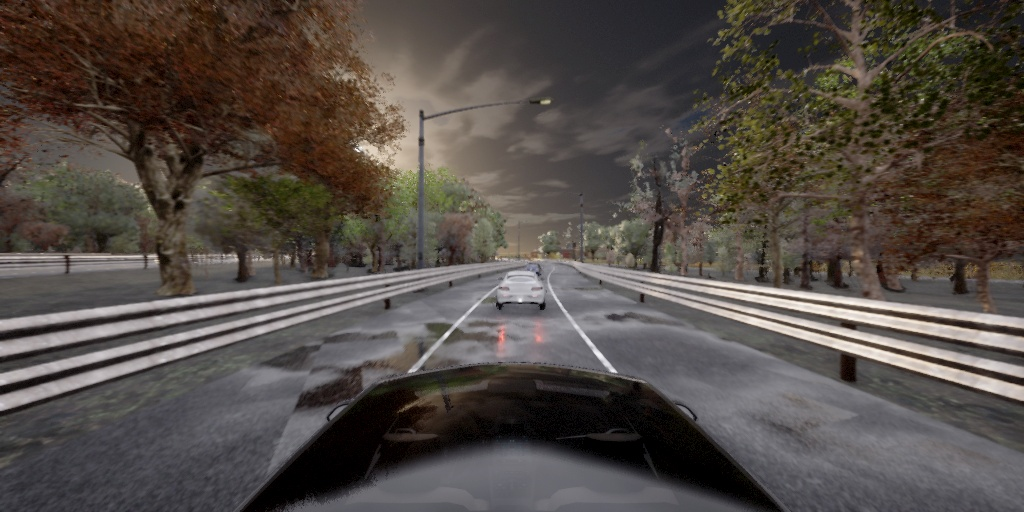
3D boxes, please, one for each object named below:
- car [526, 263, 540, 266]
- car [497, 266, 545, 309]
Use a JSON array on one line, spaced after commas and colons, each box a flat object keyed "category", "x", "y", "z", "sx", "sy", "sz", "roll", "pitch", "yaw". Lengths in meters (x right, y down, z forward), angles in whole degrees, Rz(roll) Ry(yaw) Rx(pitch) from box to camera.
[{"category": "car", "x": 2.341, "y": 1.473, "z": 39.569, "sx": 2.033, "sy": 1.411, "sz": 5.357, "roll": 0, "pitch": 0, "yaw": 7}, {"category": "car", "x": 0.397, "y": 1.329, "z": 15.097, "sx": 1.812, "sy": 1.442, "sz": 4.674, "roll": 0, "pitch": 0, "yaw": 2}]
